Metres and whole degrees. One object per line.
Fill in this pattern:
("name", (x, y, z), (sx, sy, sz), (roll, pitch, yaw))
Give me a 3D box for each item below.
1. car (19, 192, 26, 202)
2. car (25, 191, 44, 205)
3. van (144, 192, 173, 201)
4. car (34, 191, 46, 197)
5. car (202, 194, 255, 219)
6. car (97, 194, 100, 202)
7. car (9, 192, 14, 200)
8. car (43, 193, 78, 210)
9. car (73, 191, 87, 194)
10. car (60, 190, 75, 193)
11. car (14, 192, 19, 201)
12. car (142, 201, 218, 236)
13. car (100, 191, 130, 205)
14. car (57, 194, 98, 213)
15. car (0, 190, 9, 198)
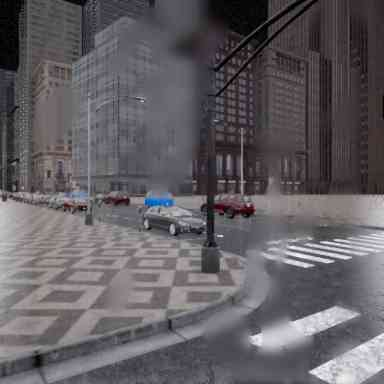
("car", (-23.209, 0.875, 48.100), (2.008, 1.369, 4.403), (1, 0, -35))
("car", (-20.038, 0.940, 43.655), (2.008, 1.369, 4.403), (1, 0, -36))
("van", (-3.577, 0.930, 35.266), (1.690, 1.788, 3.998), (1, 0, -35))
("car", (-38.461, 0.495, 84.155), (1.887, 1.381, 4.507), (0, 0, -36))
("car", (2.765, 1.049, 26.377), (2.192, 1.841, 5.009), (1, 0, -35))
("car", (-13.094, 0.934, 48.600), (2.008, 1.369, 4.403), (1, 0, -35))
("car", (-29.550, 0.748, 56.987), (1.887, 1.381, 4.507), (1, 0, -36))
("car", (-13.696, 1.074, 34.766), (2.008, 1.369, 4.403), (1, 0, -35))
("car", (-16.138, 0.967, 48.426), (1.895, 1.301, 4.718), (0, 1, -36))
("car", (-21.860, 0.778, 56.445), (1.812, 1.442, 4.674), (0, 1, -35))
("car", (-26.377, 0.702, 52.543), (1.967, 1.590, 4.097), (1, 0, -36))
("car", (-1.015, 1.366, 16.991), (2.008, 1.369, 4.403), (1, 0, -35))
("car", (-9.919, 0.765, 44.155), (2.192, 1.841, 5.009), (1, 0, -35))
("car", (-10.526, 1.139, 30.323), (1.887, 1.381, 4.507), (1, 0, -35))
("car", (-39.062, 0.611, 70.319), (1.947, 1.339, 4.313), (1, 0, -36))
